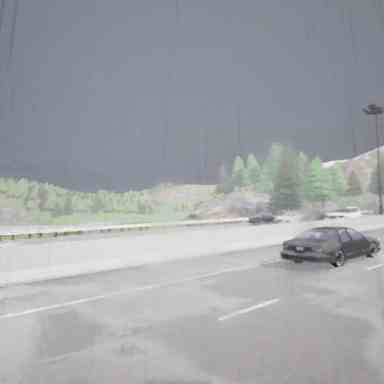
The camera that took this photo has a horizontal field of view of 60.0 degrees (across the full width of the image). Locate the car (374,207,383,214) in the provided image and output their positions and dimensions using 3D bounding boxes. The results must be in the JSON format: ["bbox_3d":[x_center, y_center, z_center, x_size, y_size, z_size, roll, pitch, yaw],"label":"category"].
[{"bbox_3d":[40.613,3.977,71.144,4.902,1.511,2.128,1,-4,-39],"label":"car"}]

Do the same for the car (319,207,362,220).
[{"bbox_3d":[17.113,2.701,37.528,5.566,2.045,2.150,1,-4,-41],"label":"car"}]

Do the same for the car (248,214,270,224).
[{"bbox_3d":[9.665,3.650,44.917,4.718,1.301,1.895,1,-4,-41],"label":"car"}]

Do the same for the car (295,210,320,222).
[{"bbox_3d":[15.022,3.030,40.327,4.553,1.767,2.097,1,-4,-41],"label":"car"}]

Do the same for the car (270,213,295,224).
[{"bbox_3d":[12.507,3.392,42.760,4.674,1.442,1.812,1,-4,-41],"label":"car"}]

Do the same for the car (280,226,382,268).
[{"bbox_3d":[5.753,2.104,13.523,5.357,1.411,2.033,1,-4,-41],"label":"car"}]
